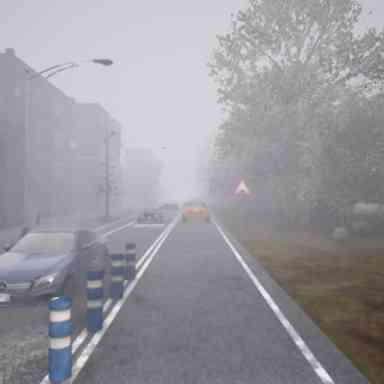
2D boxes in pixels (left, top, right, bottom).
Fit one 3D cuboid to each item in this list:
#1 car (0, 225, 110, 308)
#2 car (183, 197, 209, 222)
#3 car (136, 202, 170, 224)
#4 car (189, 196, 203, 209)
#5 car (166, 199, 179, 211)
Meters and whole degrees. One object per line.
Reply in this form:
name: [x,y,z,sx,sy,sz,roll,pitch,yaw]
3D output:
car: [-3.316,1.584,8.141,1.812,1.442,4.674,0,0,0]
car: [0.340,1.516,28.557,2.097,1.767,4.553,0,0,1]
car: [-3.137,1.717,26.464,1.994,1.385,4.181,0,0,1]
car: [0.636,1.586,52.328,2.097,1.767,4.553,1,0,1]
car: [-2.791,1.753,45.258,1.882,1.535,5.008,0,0,1]
